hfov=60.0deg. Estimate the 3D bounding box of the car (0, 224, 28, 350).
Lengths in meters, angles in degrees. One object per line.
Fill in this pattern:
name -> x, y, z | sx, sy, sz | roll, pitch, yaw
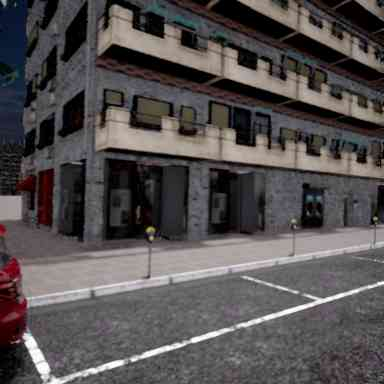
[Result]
car -> -4.422, 1.293, 3.383 | 5.009, 1.841, 2.192 | 1, 1, -35
